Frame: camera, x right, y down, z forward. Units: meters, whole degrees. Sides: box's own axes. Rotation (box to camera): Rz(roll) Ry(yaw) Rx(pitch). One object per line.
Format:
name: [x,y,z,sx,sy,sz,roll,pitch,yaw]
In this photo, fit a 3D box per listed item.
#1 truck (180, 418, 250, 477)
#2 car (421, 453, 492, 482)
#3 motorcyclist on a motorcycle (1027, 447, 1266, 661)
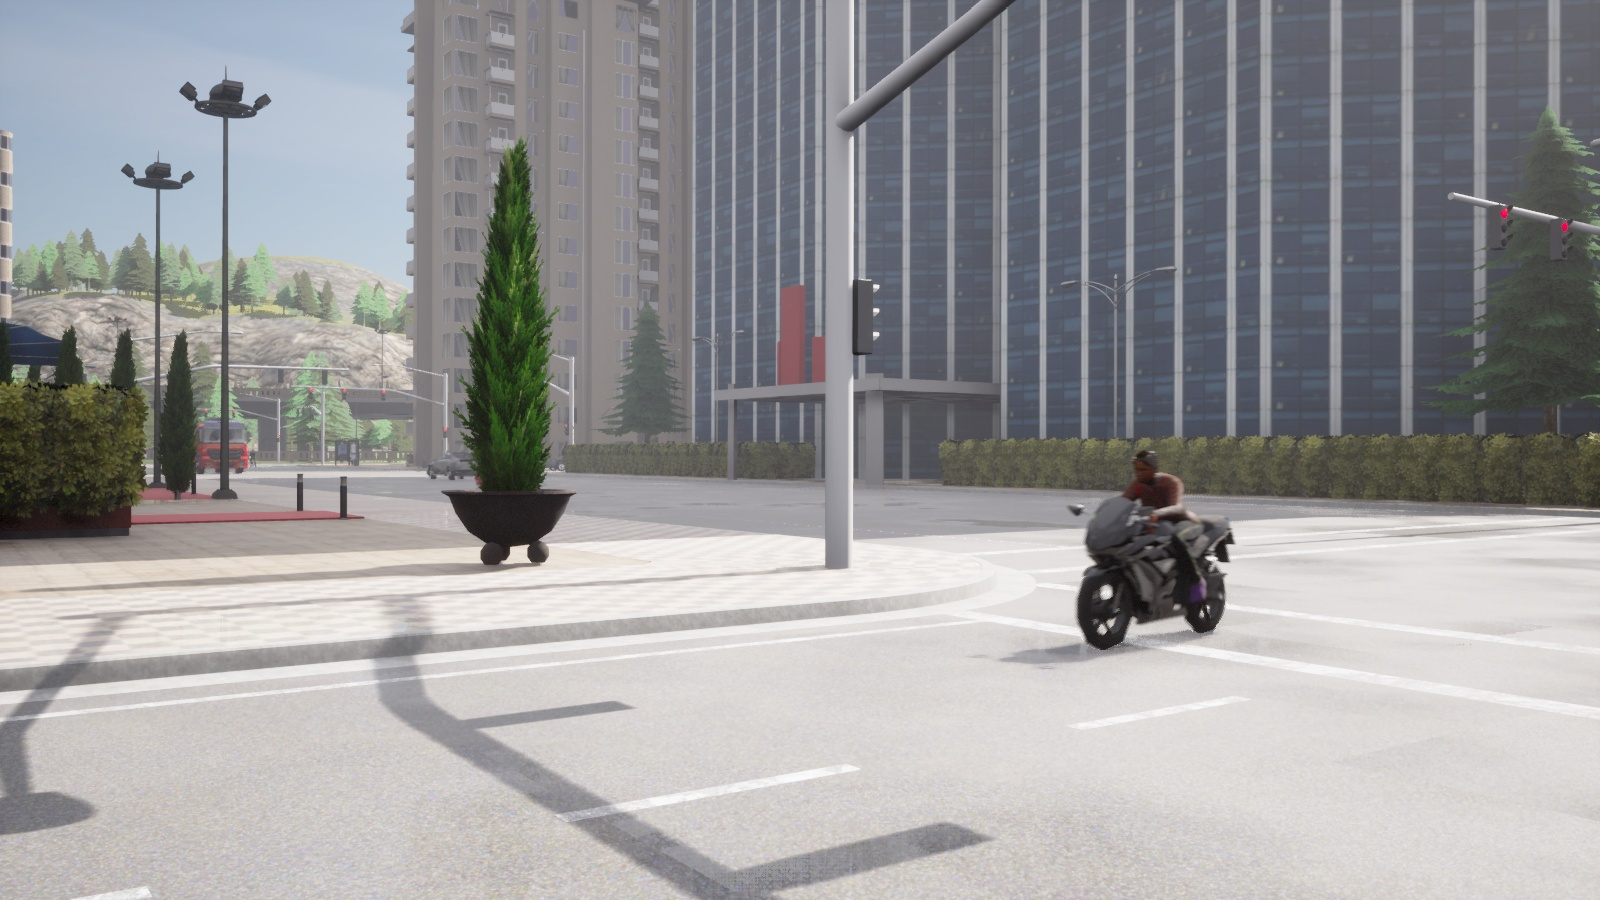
truck: [-40.084,-0.125,85.924,2.891,3.827,8.468,0,0,-35]
car: [-18.516,0.905,67.508,2.128,1.511,4.902,0,0,-35]
motorcyclist on a motorcycle: [2.769,0.745,9.906,2.044,1.523,0.797,0,-1,-41]
